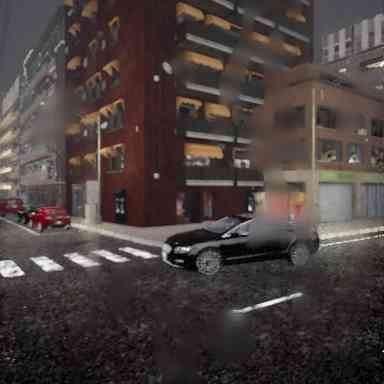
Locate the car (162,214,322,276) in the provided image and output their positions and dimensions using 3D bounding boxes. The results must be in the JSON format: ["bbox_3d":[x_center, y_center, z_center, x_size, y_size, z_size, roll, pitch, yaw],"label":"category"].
[{"bbox_3d":[1.551,1.450,10.102,4.902,1.511,2.128,-1,1,-20],"label":"car"}]

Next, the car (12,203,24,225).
[{"bbox_3d":[-12.176,1.720,25.487,1.947,1.339,4.313,-1,0,-36],"label":"car"}]

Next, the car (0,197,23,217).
[{"bbox_3d":[-18.822,1.558,34.661,2.192,1.841,5.009,-1,0,-36],"label":"car"}]

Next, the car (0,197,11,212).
[{"bbox_3d":[-25.464,1.647,43.838,2.192,1.841,5.009,-1,0,-36],"label":"car"}]

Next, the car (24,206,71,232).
[{"bbox_3d":[-9.057,1.658,21.176,1.887,1.381,4.507,-1,0,-36],"label":"car"}]
